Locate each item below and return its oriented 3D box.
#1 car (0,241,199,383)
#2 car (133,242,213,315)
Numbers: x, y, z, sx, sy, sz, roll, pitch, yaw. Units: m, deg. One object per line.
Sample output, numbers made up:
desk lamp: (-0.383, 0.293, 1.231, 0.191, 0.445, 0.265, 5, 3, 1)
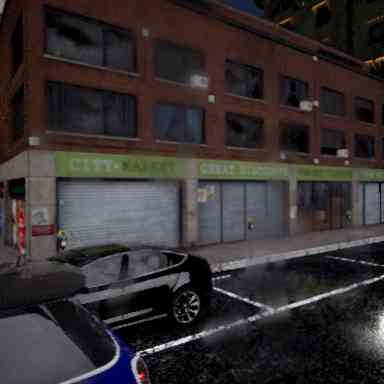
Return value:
car: (-2.436, 1.356, 1.637, 4.553, 1.767, 2.097, 0, 0, -35)
car: (-1.598, 1.558, 5.429, 4.313, 1.339, 1.947, 0, 0, -36)
